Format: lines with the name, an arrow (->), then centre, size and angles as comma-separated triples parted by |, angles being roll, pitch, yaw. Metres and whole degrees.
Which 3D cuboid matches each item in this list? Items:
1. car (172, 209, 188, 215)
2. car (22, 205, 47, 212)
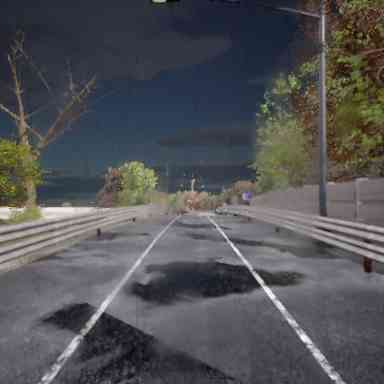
car -> -3.029, 4.870, 81.615 | 1.812, 1.442, 4.674 | -3, -5, 39
car -> -28.576, 2.852, 58.488 | 5.566, 2.045, 2.150 | 3, -5, -32
